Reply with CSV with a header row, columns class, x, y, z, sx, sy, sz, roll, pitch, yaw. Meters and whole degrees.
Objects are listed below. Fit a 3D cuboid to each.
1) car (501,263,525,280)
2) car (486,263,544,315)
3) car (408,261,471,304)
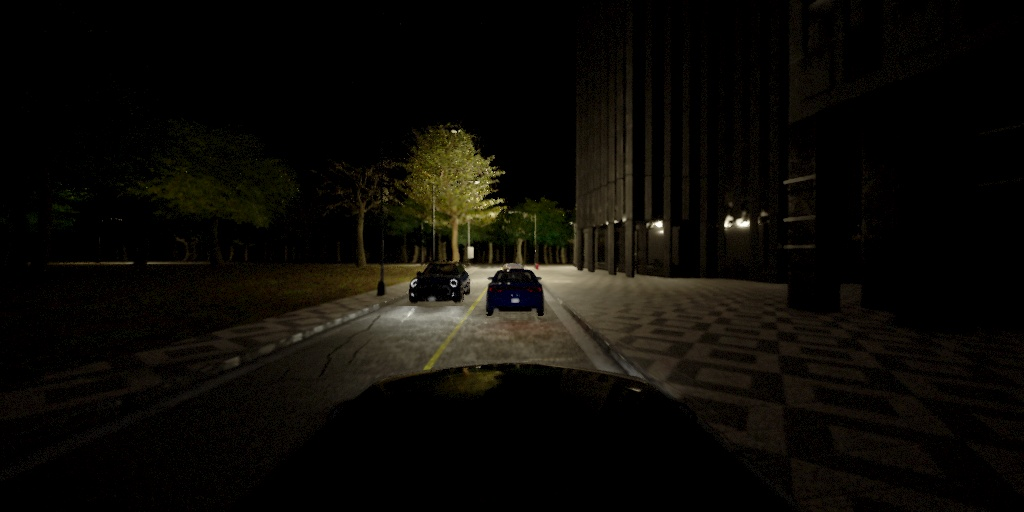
class,x,y,z,sx,sy,sz,roll,pitch,yaw
car,0.101,1.269,30.624,1.895,1.301,4.718,0,0,0
car,0.101,1.198,13.380,1.882,1.535,5.008,0,0,0
car,-3.098,1.065,16.138,2.097,1.767,4.553,0,0,0
